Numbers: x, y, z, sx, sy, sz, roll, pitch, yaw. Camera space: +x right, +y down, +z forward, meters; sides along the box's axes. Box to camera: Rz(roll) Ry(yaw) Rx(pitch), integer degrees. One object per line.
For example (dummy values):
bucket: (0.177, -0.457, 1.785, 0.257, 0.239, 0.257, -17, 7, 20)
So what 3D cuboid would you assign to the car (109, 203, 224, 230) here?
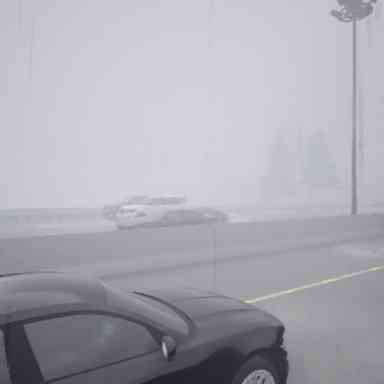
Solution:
car: (-1.120, 1.508, 16.085, 5.008, 1.535, 1.882, 0, 0, -35)

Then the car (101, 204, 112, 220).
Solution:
car: (-4.399, 1.265, 26.642, 5.566, 2.045, 2.150, 0, 0, -35)

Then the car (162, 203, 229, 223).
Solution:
car: (0.383, 1.611, 21.453, 4.181, 1.385, 1.994, 0, 0, -35)

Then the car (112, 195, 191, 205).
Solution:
car: (-2.471, 1.265, 23.720, 5.566, 2.045, 2.150, 0, 0, -35)

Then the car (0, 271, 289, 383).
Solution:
car: (-1.266, 1.479, 2.841, 5.008, 1.535, 1.882, 0, 0, -35)

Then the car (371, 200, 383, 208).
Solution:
car: (29.202, 1.799, 50.373, 4.718, 1.301, 1.895, 0, 0, -33)
